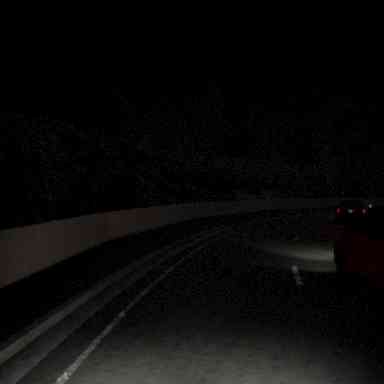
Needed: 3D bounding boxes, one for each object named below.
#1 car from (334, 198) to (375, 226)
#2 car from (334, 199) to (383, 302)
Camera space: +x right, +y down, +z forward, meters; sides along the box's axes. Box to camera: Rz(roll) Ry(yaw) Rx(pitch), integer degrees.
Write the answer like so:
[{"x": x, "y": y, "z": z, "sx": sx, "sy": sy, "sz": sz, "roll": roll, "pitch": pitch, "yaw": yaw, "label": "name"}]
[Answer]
[{"x": 11.932, "y": 1.348, "z": 24.292, "sx": 2.097, "sy": 1.767, "sz": 4.553, "roll": 0, "pitch": 0, "yaw": 34, "label": "car"}, {"x": 4.423, "y": 1.226, "z": 6.306, "sx": 2.150, "sy": 2.045, "sz": 5.566, "roll": 0, "pitch": 0, "yaw": 9, "label": "car"}]
